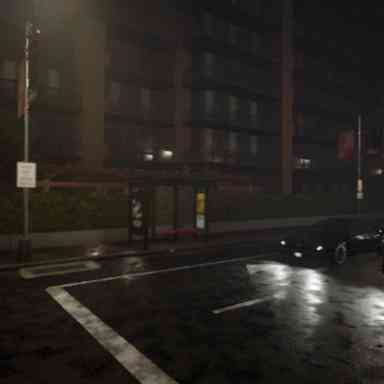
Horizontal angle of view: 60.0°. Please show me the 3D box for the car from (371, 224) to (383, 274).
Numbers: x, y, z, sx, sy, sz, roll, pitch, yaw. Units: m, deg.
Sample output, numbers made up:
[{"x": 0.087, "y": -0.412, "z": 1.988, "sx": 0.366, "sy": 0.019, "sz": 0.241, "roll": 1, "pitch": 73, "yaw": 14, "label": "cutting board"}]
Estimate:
[{"x": 7.050, "y": 1.636, "z": 9.094, "sx": 4.674, "sy": 1.442, "sz": 1.812, "roll": 1, "pitch": 0, "yaw": -36, "label": "car"}]

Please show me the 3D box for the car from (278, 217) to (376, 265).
[{"x": 5.598, "y": 1.671, "z": 12.370, "sx": 5.357, "sy": 1.411, "sz": 2.033, "roll": 1, "pitch": 0, "yaw": -36, "label": "car"}]
